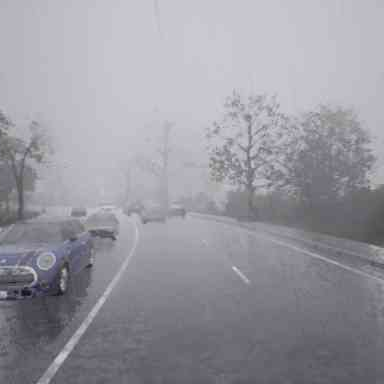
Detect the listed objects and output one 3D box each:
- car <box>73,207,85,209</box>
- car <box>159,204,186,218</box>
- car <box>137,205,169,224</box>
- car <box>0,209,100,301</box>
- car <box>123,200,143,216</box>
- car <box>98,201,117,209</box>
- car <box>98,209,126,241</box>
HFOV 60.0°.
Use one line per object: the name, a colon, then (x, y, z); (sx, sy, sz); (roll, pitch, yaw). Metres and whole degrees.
car: (-14.769, 2.618, 43.614); (1.895, 1.301, 4.718); (0, -1, -20)
car: (-2.125, 2.201, 38.643); (1.882, 1.535, 5.008); (0, -1, -16)
car: (-3.676, 2.156, 30.757); (1.994, 1.385, 4.181); (0, -1, -13)
car: (-4.064, 1.515, 8.942); (2.097, 1.767, 4.553); (0, -1, -5)
car: (-7.927, 2.150, 45.174); (2.150, 2.045, 5.566); (0, -1, -19)
car: (-11.489, 2.252, 44.825); (2.150, 2.045, 5.566); (0, -1, -20)
car: (-5.131, 1.923, 19.124); (2.033, 1.411, 5.357); (0, -1, -9)
